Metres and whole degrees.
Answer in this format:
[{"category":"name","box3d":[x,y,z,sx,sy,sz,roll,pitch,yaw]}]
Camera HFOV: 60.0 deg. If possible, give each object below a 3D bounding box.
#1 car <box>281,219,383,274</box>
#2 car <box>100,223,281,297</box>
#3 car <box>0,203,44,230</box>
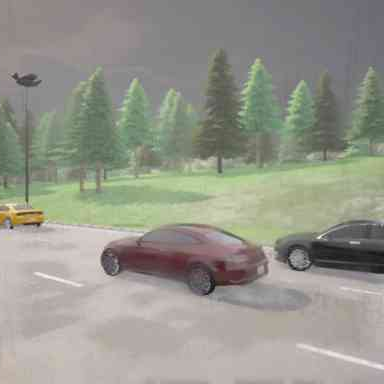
[{"category":"car","box3d":[4.739,1.514,9.243,4.892,1.490,1.837,0,0,36]},{"category":"car","box3d":[-0.359,1.529,8.612,4.674,1.442,1.812,0,0,36]},{"category":"car","box3d":[-11.390,1.468,21.110,5.008,1.535,1.882,0,0,37]}]
